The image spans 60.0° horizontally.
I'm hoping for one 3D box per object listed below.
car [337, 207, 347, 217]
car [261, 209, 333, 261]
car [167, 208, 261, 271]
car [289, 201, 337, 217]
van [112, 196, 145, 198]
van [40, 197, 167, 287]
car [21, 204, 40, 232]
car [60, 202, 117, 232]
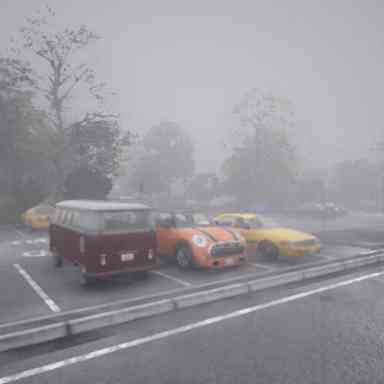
[{"bbox_3d":[14.913,1.844,37.204,2.185,1.767,4.553,2,-1,-36],"label":"car"},{"bbox_3d":[2.251,1.502,12.692,1.946,1.575,5.366,1,0,-36],"label":"car"},{"bbox_3d":[-0.241,1.356,11.161,2.185,1.767,4.553,1,0,-36],"label":"car"},{"bbox_3d":[12.366,1.932,35.311,2.002,1.452,4.674,2,-1,-36],"label":"car"},{"bbox_3d":[-4.441,1.284,23.076,1.878,1.987,4.442,1,0,-36],"label":"van"},{"bbox_3d":[-2.753,1.243,9.452,1.878,1.987,4.442,0,0,-36],"label":"van"},{"bbox_3d":[-9.043,1.469,20.128,1.946,1.575,5.366,0,0,-36],"label":"car"},{"bbox_3d":[-6.885,1.484,21.685,1.946,1.575,5.366,1,0,-36],"label":"car"}]
